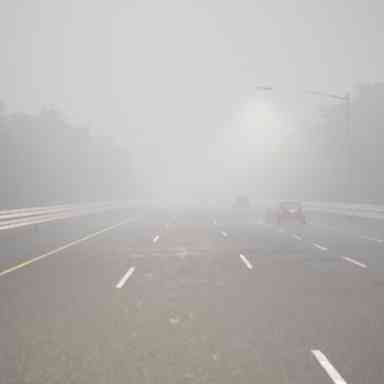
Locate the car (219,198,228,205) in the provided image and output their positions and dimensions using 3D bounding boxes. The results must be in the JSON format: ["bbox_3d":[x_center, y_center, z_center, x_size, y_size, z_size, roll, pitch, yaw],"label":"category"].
[{"bbox_3d":[7.323,2.147,77.625,1.882,1.535,5.008,0,-1,1],"label":"car"}]

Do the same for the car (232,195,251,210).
[{"bbox_3d":[7.122,1.503,48.313,2.150,2.045,5.566,0,-1,0],"label":"car"}]

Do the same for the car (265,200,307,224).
[{"bbox_3d":[7.033,1.424,25.346,2.097,1.767,4.553,0,0,0],"label":"car"}]
